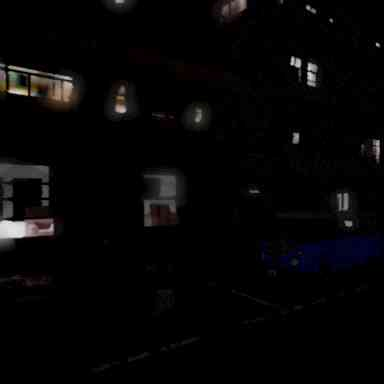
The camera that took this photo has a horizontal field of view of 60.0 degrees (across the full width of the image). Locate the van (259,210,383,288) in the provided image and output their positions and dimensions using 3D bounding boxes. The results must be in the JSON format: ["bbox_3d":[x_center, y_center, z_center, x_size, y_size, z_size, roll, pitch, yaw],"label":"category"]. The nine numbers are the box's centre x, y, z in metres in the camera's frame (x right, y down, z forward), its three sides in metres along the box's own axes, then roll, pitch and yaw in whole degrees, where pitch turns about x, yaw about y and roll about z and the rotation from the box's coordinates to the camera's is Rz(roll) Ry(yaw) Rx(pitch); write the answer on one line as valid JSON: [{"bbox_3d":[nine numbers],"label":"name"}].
[{"bbox_3d":[3.625,1.416,9.163,3.998,1.788,1.690,1,-1,-36],"label":"van"}]
